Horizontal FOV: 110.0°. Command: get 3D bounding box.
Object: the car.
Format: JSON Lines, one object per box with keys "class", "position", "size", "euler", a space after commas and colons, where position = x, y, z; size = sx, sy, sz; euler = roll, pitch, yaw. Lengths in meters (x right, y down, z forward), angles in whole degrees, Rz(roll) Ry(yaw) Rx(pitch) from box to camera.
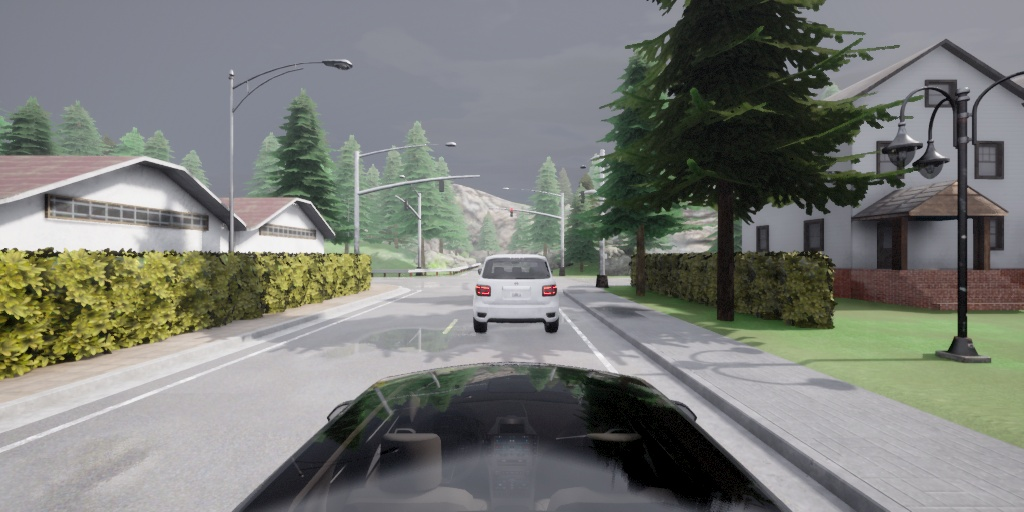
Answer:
{"class": "car", "position": [0.105, 0.971, 10.892], "size": [2.150, 2.045, 5.566], "euler": [0, 0, 0]}
